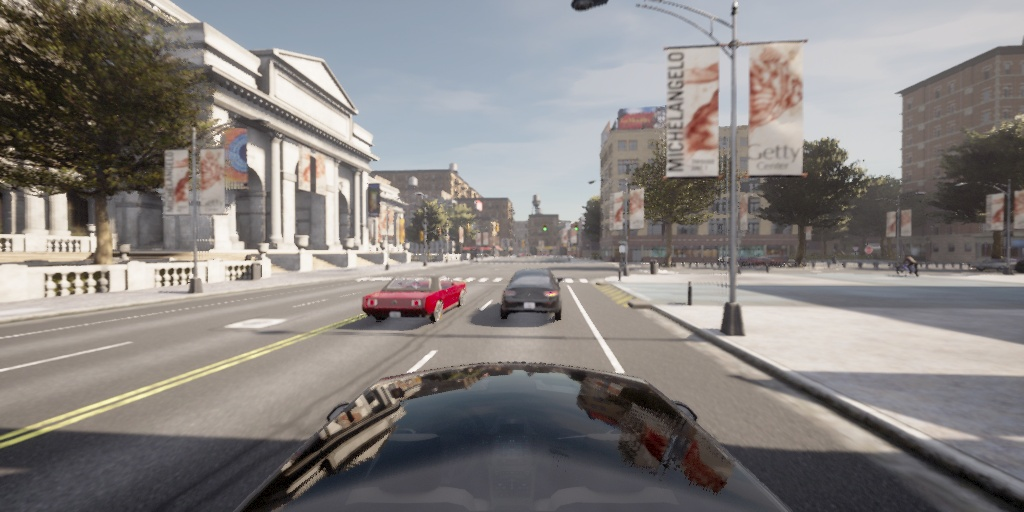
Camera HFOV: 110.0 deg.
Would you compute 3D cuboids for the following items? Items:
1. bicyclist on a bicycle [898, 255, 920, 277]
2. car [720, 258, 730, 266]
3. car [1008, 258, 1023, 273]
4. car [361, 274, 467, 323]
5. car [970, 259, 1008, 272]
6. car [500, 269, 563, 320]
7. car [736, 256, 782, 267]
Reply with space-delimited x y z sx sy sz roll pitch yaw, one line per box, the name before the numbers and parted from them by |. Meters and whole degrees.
bicyclist on a bicycle | 29.497 0.738 26.659 0.582 1.620 1.656 0 0 6
car | 31.128 0.735 49.566 4.181 1.385 1.994 0 1 6
car | 49.344 0.705 32.633 4.553 1.767 2.097 0 1 6
car | -2.844 1.238 11.669 1.895 1.301 4.718 0 1 6
car | 49.746 0.913 36.113 4.718 1.301 1.895 0 1 6
car | 0.710 1.156 12.003 1.812 1.442 4.674 0 1 6
car | 31.609 0.812 46.016 4.718 1.301 1.895 0 1 6
